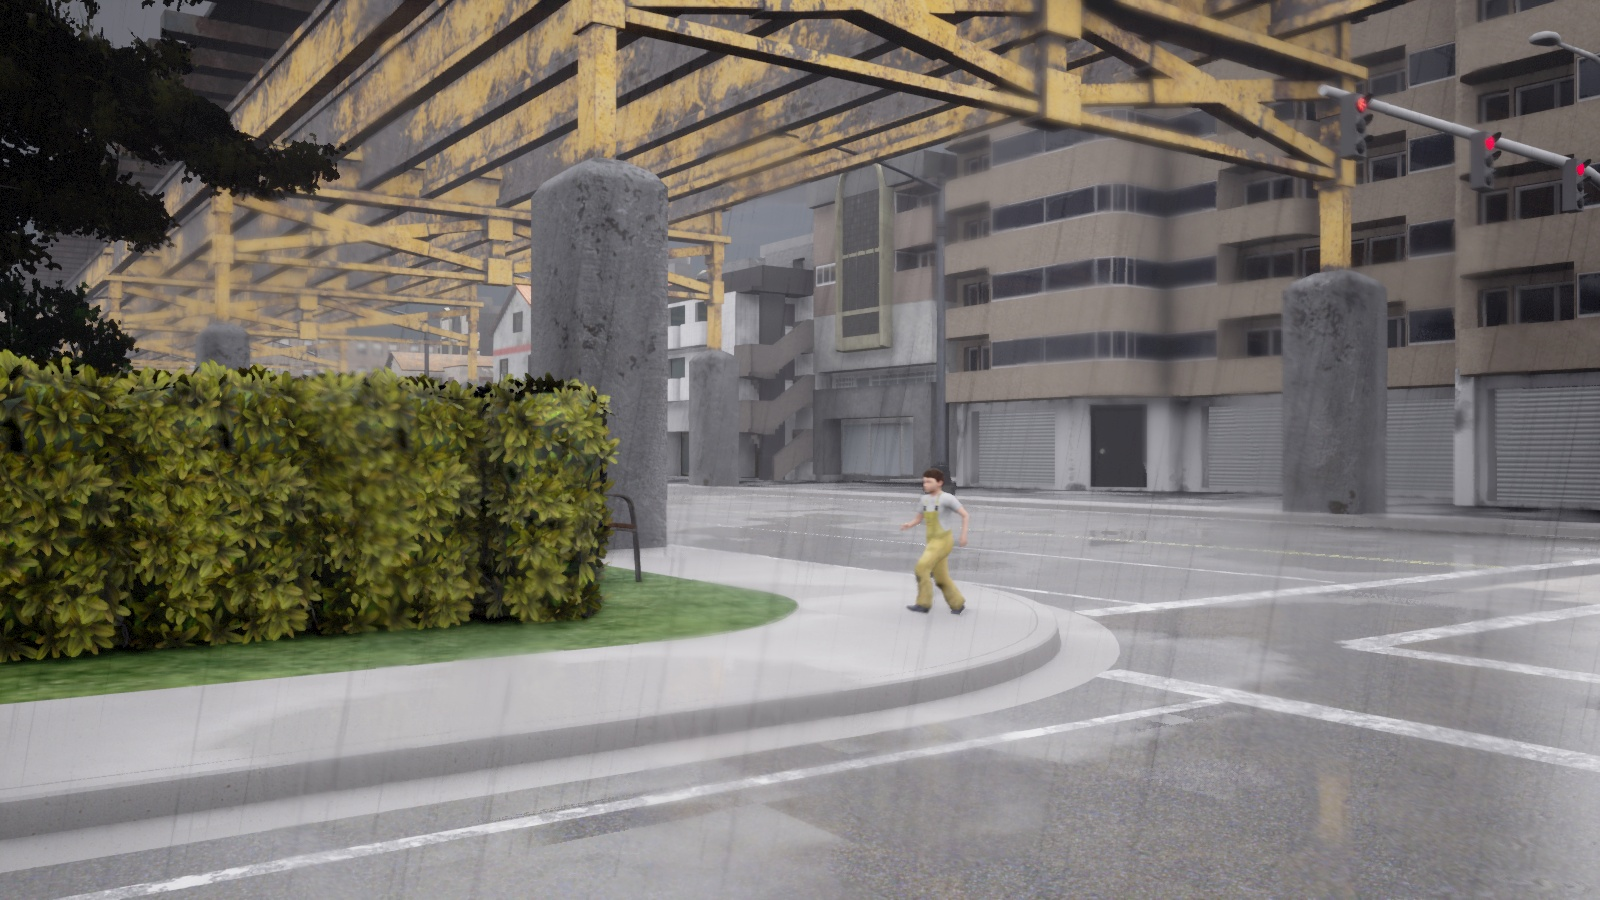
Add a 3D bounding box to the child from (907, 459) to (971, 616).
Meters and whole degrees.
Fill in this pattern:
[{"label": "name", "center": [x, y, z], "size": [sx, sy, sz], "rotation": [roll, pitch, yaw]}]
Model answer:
[{"label": "child", "center": [1.142, 0.703, 10.324], "size": [0.437, 1.263, 0.270], "rotation": [0, 0, -27]}]
